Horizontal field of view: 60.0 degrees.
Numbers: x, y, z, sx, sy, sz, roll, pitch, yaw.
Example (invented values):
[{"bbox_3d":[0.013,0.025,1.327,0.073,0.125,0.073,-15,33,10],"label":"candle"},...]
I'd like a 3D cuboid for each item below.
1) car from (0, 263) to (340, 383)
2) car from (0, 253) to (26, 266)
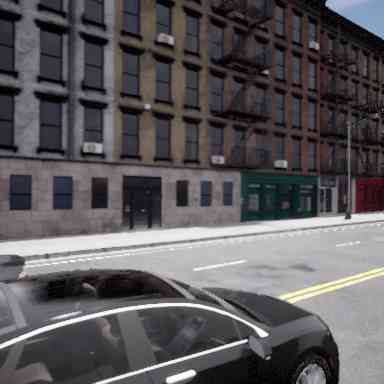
[{"bbox_3d":[-0.617,1.503,2.999,4.892,1.490,1.837,0,0,-36],"label":"car"},{"bbox_3d":[-4.745,1.491,4.291,4.902,1.511,2.128,0,0,-36],"label":"car"}]
